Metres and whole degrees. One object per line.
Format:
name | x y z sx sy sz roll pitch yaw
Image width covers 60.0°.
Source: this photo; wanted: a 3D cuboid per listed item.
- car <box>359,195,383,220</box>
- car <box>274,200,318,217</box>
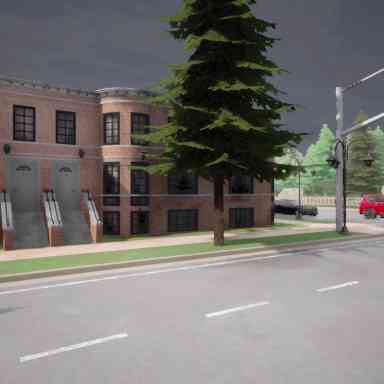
car | 15.965 1.222 25.915 2.150 2.045 5.566 0 0 -30
car | 9.221 1.477 30.577 1.882 1.535 5.008 0 0 -30
